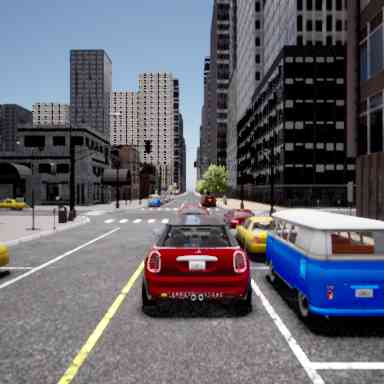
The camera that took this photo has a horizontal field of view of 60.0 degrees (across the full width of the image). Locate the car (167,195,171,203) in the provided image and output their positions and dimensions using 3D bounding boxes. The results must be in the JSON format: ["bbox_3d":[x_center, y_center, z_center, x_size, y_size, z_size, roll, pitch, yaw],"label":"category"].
[{"bbox_3d":[-5.782,1.479,67.303,1.967,1.590,4.097,0,0,0],"label":"car"}]

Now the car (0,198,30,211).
[{"bbox_3d":[-21.460,1.440,38.541,4.829,1.417,1.752,0,0,0],"label":"car"}]

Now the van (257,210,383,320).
[{"bbox_3d":[2.678,1.336,7.028,1.690,1.788,3.998,0,0,0],"label":"van"}]

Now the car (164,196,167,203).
[{"bbox_3d":[-5.767,1.463,56.253,1.967,1.590,4.097,0,0,0],"label":"car"}]

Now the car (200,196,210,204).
[{"bbox_3d":[2.599,1.605,67.316,1.947,1.339,4.313,0,0,0],"label":"car"}]

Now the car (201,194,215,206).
[{"bbox_3d":[2.612,1.338,56.267,2.192,1.841,5.009,0,0,0],"label":"car"}]

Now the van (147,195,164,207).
[{"bbox_3d":[-5.760,1.357,50.730,1.690,1.788,3.998,0,0,0],"label":"van"}]

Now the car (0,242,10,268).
[{"bbox_3d":[-5.701,1.520,6.847,1.752,1.417,4.829,0,0,0],"label":"car"}]

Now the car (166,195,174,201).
[{"bbox_3d":[-5.811,1.607,89.227,1.752,1.417,4.829,0,0,0],"label":"car"}]

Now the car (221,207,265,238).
[{"bbox_3d":[2.663,1.573,18.355,1.802,1.307,4.206,0,0,0],"label":"car"}]

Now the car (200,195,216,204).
[{"bbox_3d":[2.620,1.331,50.743,2.192,1.841,5.009,0,0,0],"label":"car"}]

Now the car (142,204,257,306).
[{"bbox_3d":[0.089,1.346,8.168,2.097,1.767,4.553,0,0,0],"label":"car"}]

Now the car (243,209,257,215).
[{"bbox_3d":[2.671,1.517,12.863,1.752,1.417,4.829,0,0,0],"label":"car"}]

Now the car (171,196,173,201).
[{"bbox_3d":[-5.789,1.599,72.825,2.008,1.369,4.403,0,0,0],"label":"car"}]

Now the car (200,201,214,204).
[{"bbox_3d":[0.077,1.469,17.374,1.882,1.535,5.008,0,0,0],"label":"car"}]
